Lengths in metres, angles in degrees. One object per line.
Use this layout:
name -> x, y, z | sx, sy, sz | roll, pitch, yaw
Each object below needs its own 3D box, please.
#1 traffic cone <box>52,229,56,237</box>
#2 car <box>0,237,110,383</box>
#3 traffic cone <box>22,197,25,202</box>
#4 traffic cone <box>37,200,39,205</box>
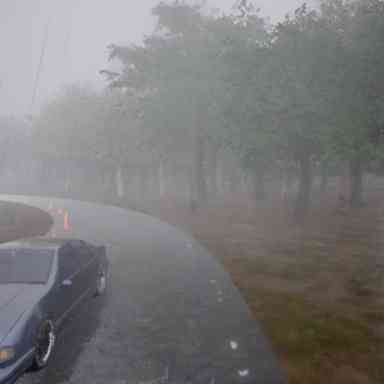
traffic cone -> -6.058, 1.914, 14.600 | 0.340, 0.580, 0.340 | 0, 1, -12
car -> -2.820, 1.573, 5.907 | 2.033, 1.411, 5.357 | 0, 0, -2
traffic cone -> -19.718, 0.878, 38.910 | 0.340, 0.580, 0.340 | 3, 4, 43
traffic cone -> -16.445, 1.084, 35.508 | 0.340, 0.580, 0.340 | -2, 4, -41
